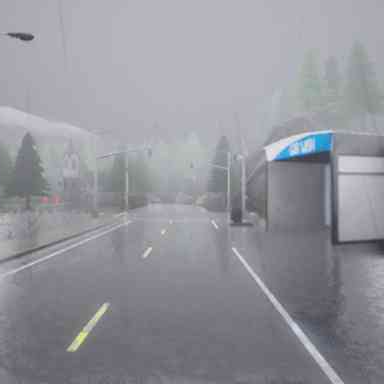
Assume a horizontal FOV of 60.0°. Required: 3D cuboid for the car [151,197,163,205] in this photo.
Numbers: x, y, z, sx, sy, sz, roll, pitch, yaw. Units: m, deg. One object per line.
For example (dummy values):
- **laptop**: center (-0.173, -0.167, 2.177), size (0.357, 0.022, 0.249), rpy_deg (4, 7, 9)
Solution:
- **car**: center (-8.321, 2.096, 78.917), size (2.097, 1.767, 4.553), rpy_deg (0, -1, -20)
